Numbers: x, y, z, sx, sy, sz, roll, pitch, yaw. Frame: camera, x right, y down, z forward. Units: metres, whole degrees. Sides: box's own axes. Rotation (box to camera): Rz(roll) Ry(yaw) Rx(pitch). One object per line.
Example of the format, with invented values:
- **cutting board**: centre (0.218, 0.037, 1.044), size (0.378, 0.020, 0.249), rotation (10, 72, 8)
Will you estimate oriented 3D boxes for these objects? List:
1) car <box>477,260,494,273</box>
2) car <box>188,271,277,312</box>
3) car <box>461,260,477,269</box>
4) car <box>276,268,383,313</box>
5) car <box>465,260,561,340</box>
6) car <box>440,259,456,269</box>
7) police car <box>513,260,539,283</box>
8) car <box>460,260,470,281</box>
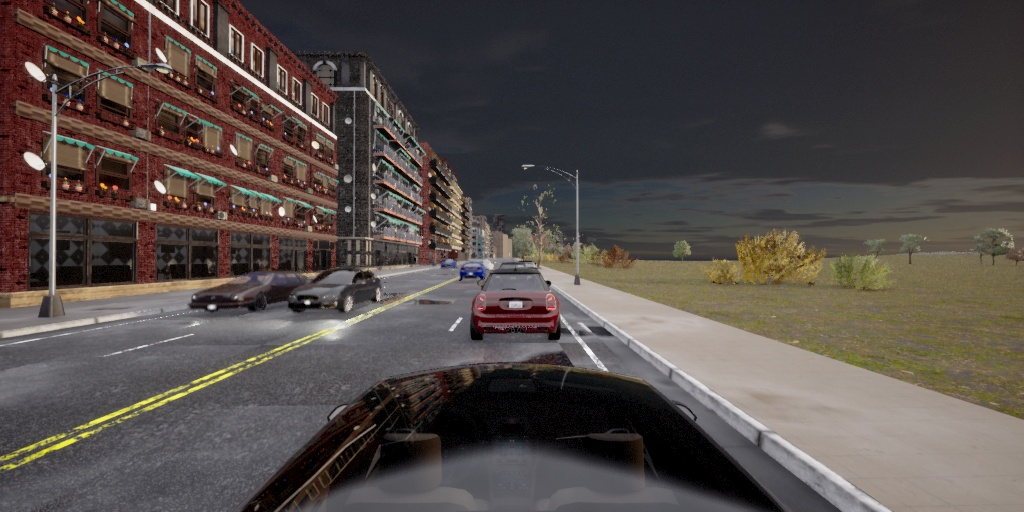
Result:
- **car**: centre (-3.241, 1.279, 45.270), size (1.812, 1.442, 4.674), rotation (0, 0, 0)
- **car**: centre (-9.877, 1.300, 14.453), size (2.033, 1.411, 5.357), rotation (0, 0, 0)
- **car**: centre (-6.705, 1.353, 56.272), size (1.895, 1.301, 4.718), rotation (0, 0, 0)
- **car**: centre (-6.627, 1.257, 14.031), size (1.837, 1.490, 4.892), rotation (0, 0, 0)
- **car**: centre (0.075, 1.104, 10.100), size (2.097, 1.767, 4.553), rotation (0, 0, 0)
- **car**: centre (-9.952, 1.230, 56.348), size (1.882, 1.535, 5.008), rotation (0, 0, 0)
- **police car**: centre (1.079, 1.179, 29.369), size (1.930, 1.638, 5.238), rotation (0, 0, 0)
- **car**: centre (-3.210, 1.231, 30.219), size (1.882, 1.535, 5.008), rotation (0, 0, 0)
